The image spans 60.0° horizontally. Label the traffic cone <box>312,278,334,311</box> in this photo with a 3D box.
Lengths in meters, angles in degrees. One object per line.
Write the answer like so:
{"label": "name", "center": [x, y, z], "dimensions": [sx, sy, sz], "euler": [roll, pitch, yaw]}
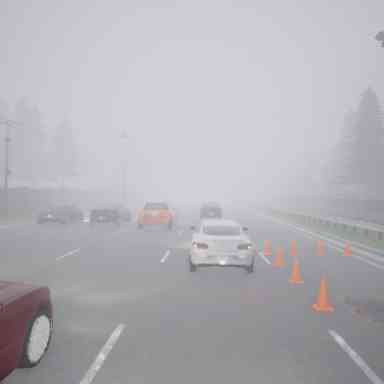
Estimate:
{"label": "traffic cone", "center": [2.626, 2.027, 6.669], "dimensions": [0.340, 0.580, 0.340], "euler": [1, 0, 2]}

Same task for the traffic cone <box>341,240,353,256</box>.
{"label": "traffic cone", "center": [5.865, 2.105, 12.543], "dimensions": [0.340, 0.580, 0.340], "euler": [1, 0, 2]}

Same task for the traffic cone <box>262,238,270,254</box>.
{"label": "traffic cone", "center": [2.868, 2.057, 12.664], "dimensions": [0.340, 0.580, 0.340], "euler": [1, 0, 2]}

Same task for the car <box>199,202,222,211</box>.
{"label": "car", "center": [1.639, 1.631, 29.442], "dimensions": [1.882, 1.535, 5.008], "euler": [1, 0, 2]}

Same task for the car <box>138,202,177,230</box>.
{"label": "car", "center": [-2.162, 1.412, 21.980], "dimensions": [2.097, 1.767, 4.553], "euler": [1, 0, 2]}

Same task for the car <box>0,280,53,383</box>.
{"label": "car", "center": [-2.943, 1.442, 2.704], "dimensions": [1.882, 1.535, 5.008], "euler": [1, 0, 2]}

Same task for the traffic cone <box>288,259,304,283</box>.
{"label": "traffic cone", "center": [2.706, 2.037, 8.668], "dimensions": [0.340, 0.580, 0.340], "euler": [1, 0, 2]}

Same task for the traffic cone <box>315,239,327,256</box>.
{"label": "traffic cone", "center": [4.866, 2.089, 12.583], "dimensions": [0.340, 0.580, 0.340], "euler": [1, 0, 2]}

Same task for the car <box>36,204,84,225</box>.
{"label": "car", "center": [-9.113, 1.517, 23.402], "dimensions": [1.994, 1.385, 4.181], "euler": [1, 0, 2]}

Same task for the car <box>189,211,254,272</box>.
{"label": "car", "center": [0.891, 1.587, 10.935], "dimensions": [1.812, 1.442, 4.674], "euler": [1, 0, 2]}

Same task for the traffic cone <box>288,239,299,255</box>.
{"label": "traffic cone", "center": [3.867, 2.073, 12.624], "dimensions": [0.340, 0.580, 0.340], "euler": [1, 0, 2]}

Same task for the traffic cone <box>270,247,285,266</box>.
{"label": "traffic cone", "center": [2.787, 2.047, 10.666], "dimensions": [0.340, 0.580, 0.340], "euler": [1, 0, 2]}

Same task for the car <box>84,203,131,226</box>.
{"label": "car", "center": [-5.607, 1.488, 23.446], "dimensions": [1.882, 1.535, 5.008], "euler": [1, 0, 2]}
